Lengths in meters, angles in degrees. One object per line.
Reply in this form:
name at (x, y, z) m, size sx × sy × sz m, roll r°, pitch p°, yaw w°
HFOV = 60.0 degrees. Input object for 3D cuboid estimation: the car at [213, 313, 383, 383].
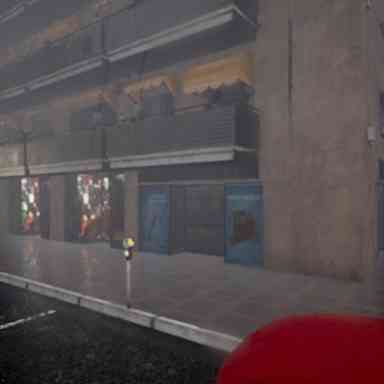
car at (2.331, 1.306, 1.212) m, size 5.009 × 1.841 × 2.192 m, roll 0°, pitch 0°, yaw 36°
